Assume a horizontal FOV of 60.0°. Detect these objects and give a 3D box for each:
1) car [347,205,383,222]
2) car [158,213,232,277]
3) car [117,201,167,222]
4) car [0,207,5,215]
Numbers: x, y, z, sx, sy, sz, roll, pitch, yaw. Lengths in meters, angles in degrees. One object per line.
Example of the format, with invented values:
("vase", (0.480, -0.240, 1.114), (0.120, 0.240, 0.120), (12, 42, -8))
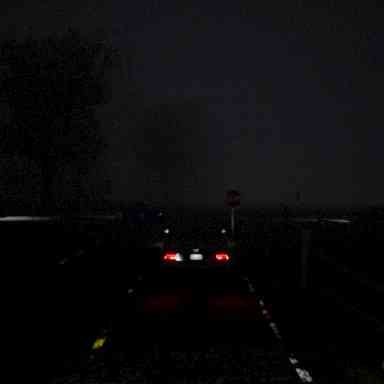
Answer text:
("car", (15.245, 1.786, 27.752), (4.181, 1.385, 1.994), (1, 0, 2))
("car", (0.103, 1.539, 10.152), (2.033, 1.411, 5.357), (0, 0, 0))
("car", (-3.943, 1.419, 25.713), (1.882, 1.535, 5.008), (2, -1, -42))
("car", (-17.099, 1.303, 26.142), (4.181, 1.385, 1.994), (1, 0, 3))
